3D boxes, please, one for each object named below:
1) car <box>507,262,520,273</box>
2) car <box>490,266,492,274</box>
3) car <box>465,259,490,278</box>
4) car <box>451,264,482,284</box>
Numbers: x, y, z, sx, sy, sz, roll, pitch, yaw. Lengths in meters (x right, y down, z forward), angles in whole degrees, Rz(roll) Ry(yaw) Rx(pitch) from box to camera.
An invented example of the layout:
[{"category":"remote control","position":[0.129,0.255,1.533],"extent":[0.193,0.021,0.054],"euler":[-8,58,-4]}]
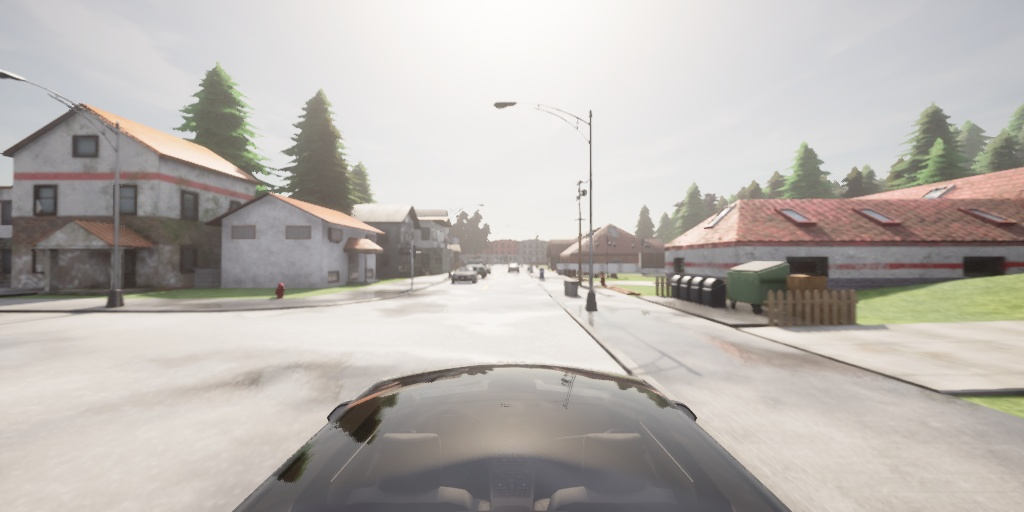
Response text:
[{"category":"car","position":[0.261,1.882,55.539],"extent":[2.033,1.411,5.357],"euler":[0,-1,0]},{"category":"car","position":[-3.935,1.843,50.149],"extent":[1.994,1.385,4.181],"euler":[0,-1,1]},{"category":"car","position":[-3.986,1.393,40.214],"extent":[2.150,2.045,5.566],"euler":[0,-1,0]},{"category":"car","position":[-4.011,1.636,31.064],"extent":[1.994,1.385,4.181],"euler":[0,-1,0]}]
